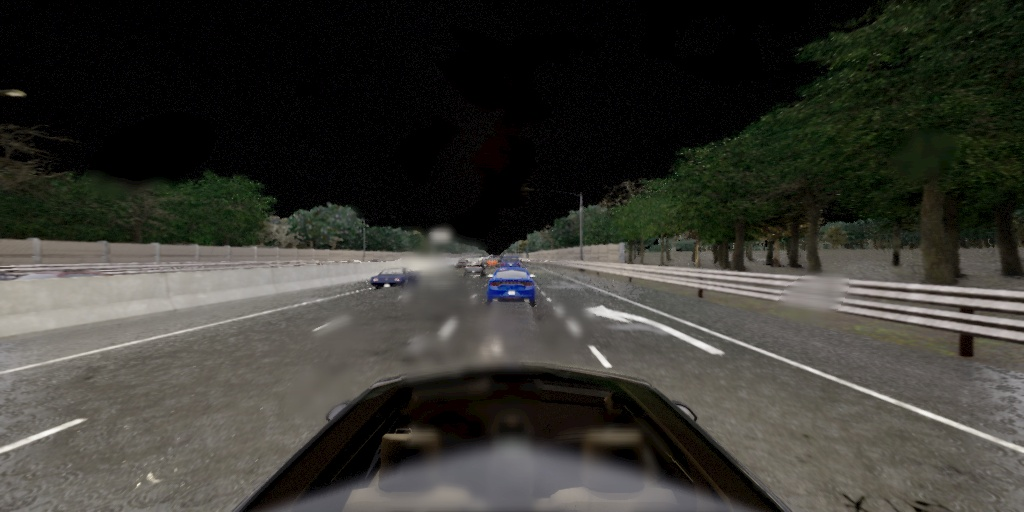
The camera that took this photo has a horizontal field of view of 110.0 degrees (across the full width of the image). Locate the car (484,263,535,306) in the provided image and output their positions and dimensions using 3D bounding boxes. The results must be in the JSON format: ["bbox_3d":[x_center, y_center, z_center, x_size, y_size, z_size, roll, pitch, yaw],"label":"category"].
[{"bbox_3d":[-0.020,1.240,15.961,1.882,1.535,5.008,0,0,0],"label":"car"}]

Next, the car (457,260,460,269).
[{"bbox_3d":[-7.292,1.282,55.164,1.837,1.490,4.892,0,0,-1],"label":"car"}]

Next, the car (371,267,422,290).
[{"bbox_3d":[-7.042,1.369,22.401,1.895,1.301,4.718,0,0,0],"label":"car"}]

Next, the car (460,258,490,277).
[{"bbox_3d":[-3.619,1.266,35.958,2.128,1.511,4.902,0,0,0],"label":"car"}]

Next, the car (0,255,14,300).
[{"bbox_3d":[-24.611,0.986,14.177,2.150,2.045,5.566,0,0,0],"label":"car"}]

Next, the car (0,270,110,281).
[{"bbox_3d":[-17.611,1.290,13.803,1.812,1.442,4.674,0,0,0],"label":"car"}]

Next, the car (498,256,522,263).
[{"bbox_3d":[-0.143,0.996,39.189,2.150,2.045,5.566,0,0,0],"label":"car"}]
